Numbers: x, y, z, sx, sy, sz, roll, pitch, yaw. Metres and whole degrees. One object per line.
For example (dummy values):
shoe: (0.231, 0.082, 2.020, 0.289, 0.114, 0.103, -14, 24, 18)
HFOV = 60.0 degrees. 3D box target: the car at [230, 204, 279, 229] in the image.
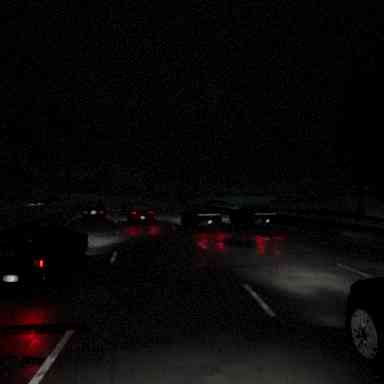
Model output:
car: (3.979, 1.516, 22.066, 2.128, 1.511, 4.902, 0, 0, -12)

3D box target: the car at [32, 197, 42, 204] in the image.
car: (-33.596, 1.763, 72.899, 1.812, 1.442, 4.674, 0, 0, -14)

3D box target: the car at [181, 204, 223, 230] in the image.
car: (0.528, 1.527, 21.510, 2.128, 1.511, 4.902, 0, 0, -12)

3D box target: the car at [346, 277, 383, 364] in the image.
car: (3.250, 1.485, 2.987, 2.128, 1.511, 4.902, 0, 0, -3)

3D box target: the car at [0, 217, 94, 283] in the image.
car: (-4.285, 1.634, 9.576, 1.895, 1.301, 4.718, 0, 0, -7)

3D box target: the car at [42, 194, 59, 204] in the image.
car: (-29.100, 1.454, 69.231, 2.150, 2.045, 5.566, 0, 0, -14)

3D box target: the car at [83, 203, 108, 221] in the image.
car: (-8.131, 1.627, 27.968, 2.033, 1.411, 5.357, 0, 0, -14)

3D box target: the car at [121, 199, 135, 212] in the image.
car: (-7.669, 1.578, 40.848, 1.882, 1.535, 5.008, 0, 0, -14)

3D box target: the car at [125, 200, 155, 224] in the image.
car: (-3.916, 1.585, 25.230, 1.812, 1.442, 4.674, 0, 0, -13)
